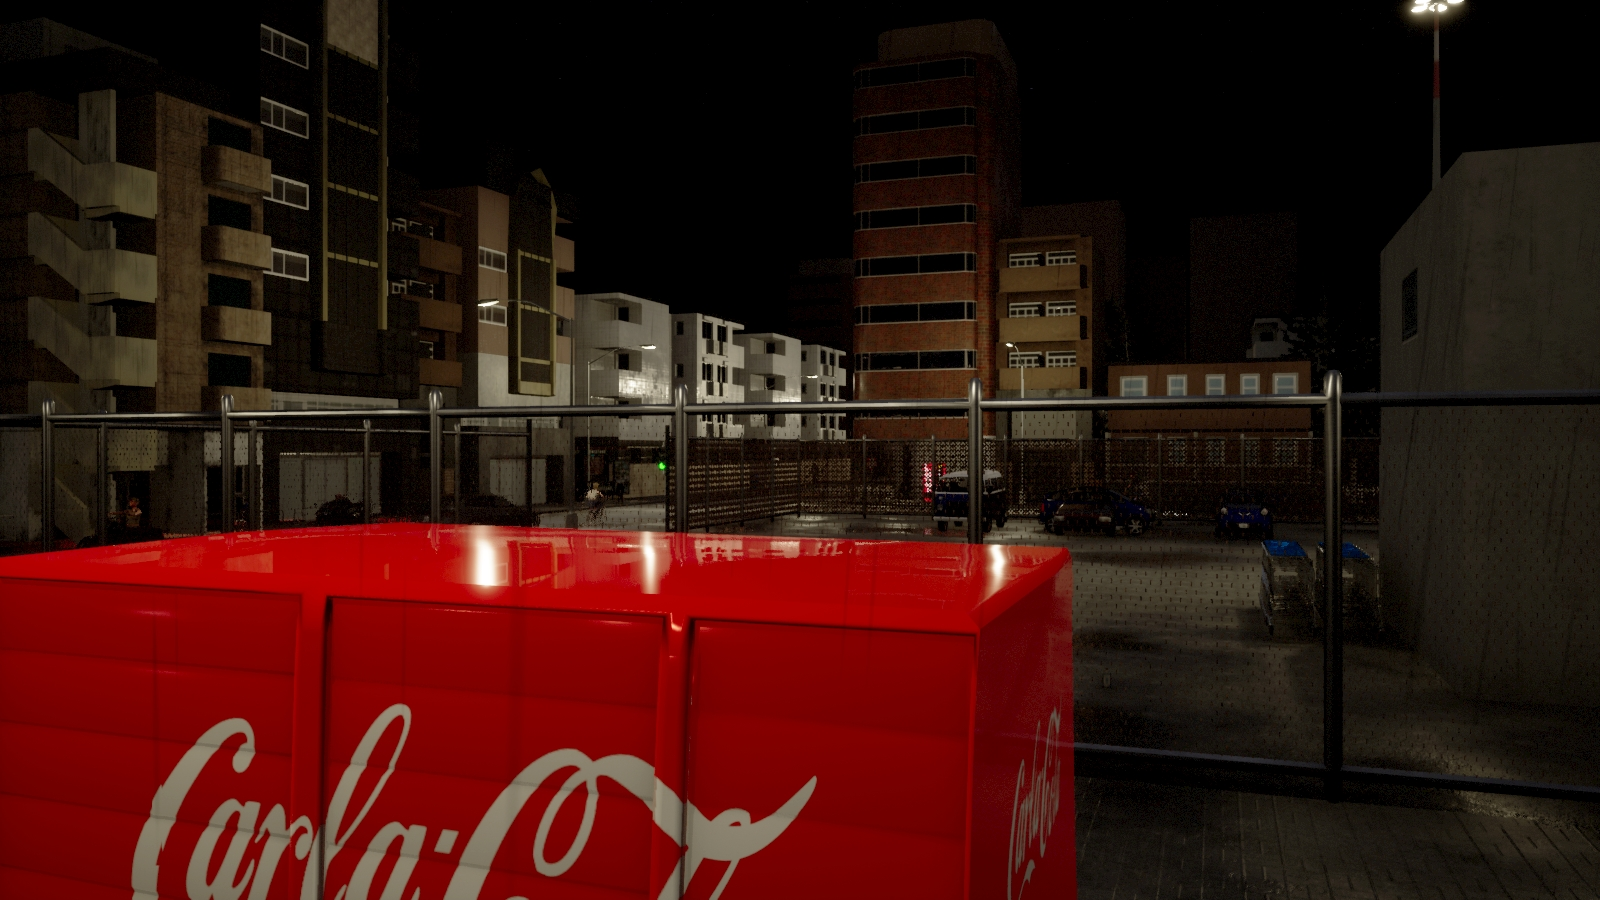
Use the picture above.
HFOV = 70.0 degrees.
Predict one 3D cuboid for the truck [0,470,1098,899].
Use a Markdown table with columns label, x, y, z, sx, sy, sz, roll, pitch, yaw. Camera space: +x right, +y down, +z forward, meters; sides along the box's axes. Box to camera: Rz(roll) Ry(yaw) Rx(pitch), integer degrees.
| label | x | y | z | sx | sy | sz | roll | pitch | yaw |
| --- | --- | --- | --- | --- | --- | --- | --- | --- | --- |
| truck | -1.648 | 1.349 | 4.450 | 5.204 | 2.467 | 2.627 | 0 | 0 | 20 |

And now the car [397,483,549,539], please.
| label | x | y | z | sx | sy | sz | roll | pitch | yaw |
| --- | --- | --- | --- | --- | --- | --- | --- | --- | --- |
| car | -10.141 | 1.851 | 35.846 | 2.163 | 1.488 | 4.792 | 0 | 0 | 20 |

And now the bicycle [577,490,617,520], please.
| label | x | y | z | sx | sy | sz | roll | pitch | yaw |
| --- | --- | --- | --- | --- | --- | --- | --- | --- | --- |
| bicycle | -7.576 | 2.045 | 42.694 | 0.859 | 1.080 | 1.487 | 0 | 0 | 20 |

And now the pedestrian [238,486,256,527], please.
| label | x | y | z | sx | sy | sz | roll | pitch | yaw |
| --- | --- | --- | --- | --- | --- | --- | --- | --- | --- |
| pedestrian | -17.726 | 1.815 | 36.646 | 0.375 | 1.300 | 0.375 | 0 | 0 | 7 |

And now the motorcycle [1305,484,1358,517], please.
| label | x | y | z | sx | sy | sz | roll | pitch | yaw |
| --- | --- | --- | --- | --- | --- | --- | --- | --- | --- |
| motorcycle | 20.707 | 1.961 | 44.549 | 1.805 | 1.236 | 0.856 | 0 | 0 | 20 |
